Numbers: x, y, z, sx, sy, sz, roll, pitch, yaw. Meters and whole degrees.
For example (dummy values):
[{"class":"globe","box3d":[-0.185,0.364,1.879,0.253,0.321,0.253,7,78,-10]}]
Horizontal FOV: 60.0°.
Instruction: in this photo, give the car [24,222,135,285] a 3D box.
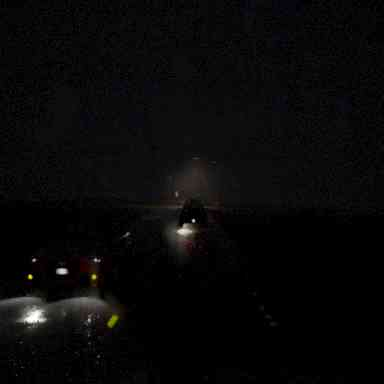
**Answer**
[{"class":"car","box3d":[-2.848,1.559,9.311,1.994,1.385,4.181,0,0,1]}]

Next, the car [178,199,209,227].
[{"class":"car","box3d":[0.095,1.517,23.077,1.837,1.490,4.892,0,0,0]}]
